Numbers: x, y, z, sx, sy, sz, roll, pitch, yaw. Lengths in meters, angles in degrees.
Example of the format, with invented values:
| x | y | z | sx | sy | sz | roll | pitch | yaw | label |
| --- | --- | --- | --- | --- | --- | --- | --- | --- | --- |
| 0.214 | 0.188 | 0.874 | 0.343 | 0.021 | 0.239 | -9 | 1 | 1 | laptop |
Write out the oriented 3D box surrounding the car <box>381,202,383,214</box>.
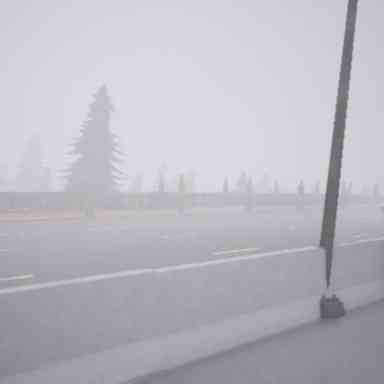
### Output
| x | y | z | sx | sy | sz | roll | pitch | yaw | label |
| --- | --- | --- | --- | --- | --- | --- | --- | --- | --- |
| 18.107 | 1.000 | 28.296 | 4.553 | 1.767 | 2.097 | 0 | 2 | -33 | car |
